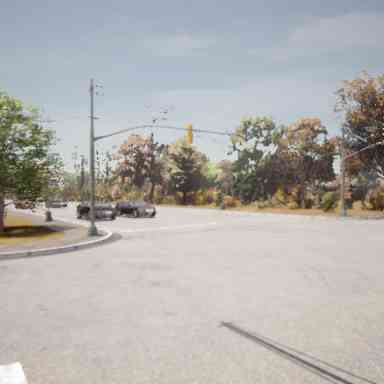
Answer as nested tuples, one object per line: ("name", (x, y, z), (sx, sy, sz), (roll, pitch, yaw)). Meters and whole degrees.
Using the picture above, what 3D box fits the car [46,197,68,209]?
("car", (-18.654, 1.461, 45.765), (2.128, 1.511, 4.902), (-1, 0, -39))

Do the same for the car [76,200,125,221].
("car", (-7.605, 1.436, 26.270), (2.128, 1.511, 4.902), (-1, 0, -38))

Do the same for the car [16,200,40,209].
("car", (-21.818, 1.349, 44.118), (2.097, 1.767, 4.553), (-1, 0, -39))

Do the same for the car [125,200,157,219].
("car", (-4.834, 1.412, 28.408), (2.128, 1.511, 4.902), (-1, 0, -38))
